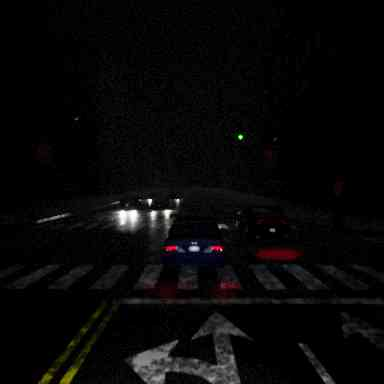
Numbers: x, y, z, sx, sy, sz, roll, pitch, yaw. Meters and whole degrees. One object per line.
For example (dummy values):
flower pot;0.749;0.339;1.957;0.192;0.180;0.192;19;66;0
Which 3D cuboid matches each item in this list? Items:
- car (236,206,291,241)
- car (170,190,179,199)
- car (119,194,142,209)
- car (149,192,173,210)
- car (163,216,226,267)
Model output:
car;3.337;1.397;16.219;1.882;1.535;5.008;0;1;0
car;-3.277;0.480;60.248;1.837;1.490;4.892;0;1;0
car;-6.600;1.040;36.228;2.128;1.511;4.902;0;1;0
car;-3.350;1.073;36.249;1.812;1.442;4.674;0;1;0
car;0.071;1.513;11.217;2.033;1.411;5.357;0;0;0
